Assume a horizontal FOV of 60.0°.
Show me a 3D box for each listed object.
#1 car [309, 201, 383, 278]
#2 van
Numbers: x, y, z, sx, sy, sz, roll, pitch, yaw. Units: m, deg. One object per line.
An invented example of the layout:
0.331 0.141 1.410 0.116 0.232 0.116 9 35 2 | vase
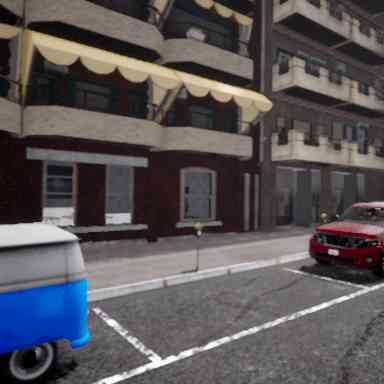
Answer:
5.773 1.253 10.201 5.009 1.841 2.192 0 2 -36 | car
-3.225 1.346 3.769 3.998 1.788 1.690 0 2 -36 | van
